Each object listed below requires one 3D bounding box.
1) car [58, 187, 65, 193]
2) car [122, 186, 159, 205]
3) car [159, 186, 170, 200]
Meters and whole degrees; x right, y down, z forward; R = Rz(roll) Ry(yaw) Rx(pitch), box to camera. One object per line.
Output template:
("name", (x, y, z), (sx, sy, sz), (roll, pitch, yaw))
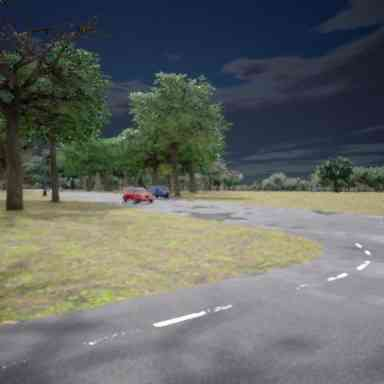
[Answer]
("car", (-34.167, -0.597, 85.414), (2.033, 1.411, 5.357), (-1, 2, -33))
("car", (-6.699, 0.438, 40.737), (2.150, 2.045, 5.566), (-1, 2, -35))
("car", (-5.567, 0.114, 51.232), (2.150, 2.045, 5.566), (-1, 2, -35))
